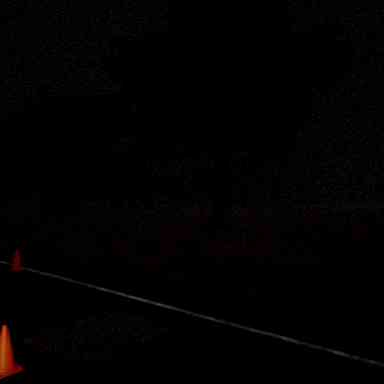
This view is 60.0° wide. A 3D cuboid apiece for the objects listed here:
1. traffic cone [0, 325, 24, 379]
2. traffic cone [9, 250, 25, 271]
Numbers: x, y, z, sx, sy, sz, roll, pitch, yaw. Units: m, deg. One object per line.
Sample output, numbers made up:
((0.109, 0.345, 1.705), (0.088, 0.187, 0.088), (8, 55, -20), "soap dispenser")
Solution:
((-2.423, 2.024, 4.313), (0.340, 0.580, 0.340), (0, -1, 37), "traffic cone")
((-5.419, 2.104, 10.314), (0.340, 0.580, 0.340), (0, -1, 37), "traffic cone")
